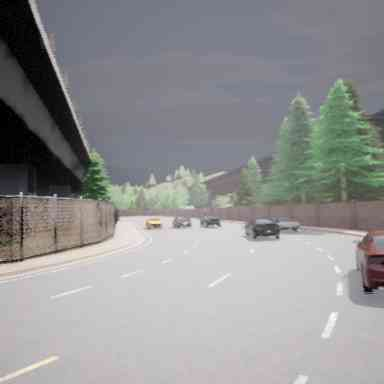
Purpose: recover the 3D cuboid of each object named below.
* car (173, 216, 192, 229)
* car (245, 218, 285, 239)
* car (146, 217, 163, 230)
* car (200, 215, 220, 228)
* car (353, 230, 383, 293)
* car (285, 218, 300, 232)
[{"bbox_3d":[-1.297,3.917,43.353,2.128,1.511,4.902,-1,-3,-12],"label":"car"},{"bbox_3d":[5.327,2.721,25.641,1.882,1.535,5.008,-2,-3,0],"label":"car"},{"bbox_3d":[-4.929,4.064,43.635,1.882,1.535,5.008,-1,-3,-12],"label":"car"},{"bbox_3d":[2.319,3.823,43.540,1.837,1.490,4.892,-1,-3,-12],"label":"car"},{"bbox_3d":[5.832,1.828,9.562,1.882,1.535,5.008,-3,-3,24],"label":"car"},{"bbox_3d":[8.294,3.057,31.332,1.895,1.301,4.718,-1,-3,-9],"label":"car"}]
